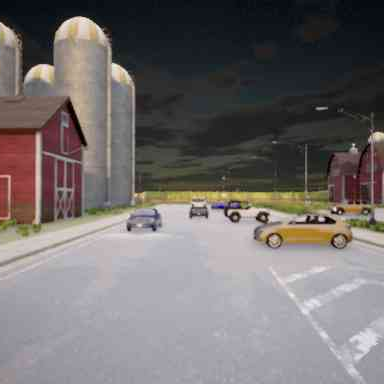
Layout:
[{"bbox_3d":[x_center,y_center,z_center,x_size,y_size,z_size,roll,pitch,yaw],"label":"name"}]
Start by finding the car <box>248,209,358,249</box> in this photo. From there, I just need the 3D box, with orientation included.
[{"bbox_3d":[4.845,1.679,14.915,4.193,1.474,1.816,0,-1,2],"label":"car"}]

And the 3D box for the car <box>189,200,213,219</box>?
[{"bbox_3d":[0.708,1.863,33.145,2.128,1.511,4.902,0,-1,2],"label":"car"}]

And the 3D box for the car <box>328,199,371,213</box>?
[{"bbox_3d":[18.137,1.758,38.253,4.605,1.855,1.932,0,-1,2],"label":"car"}]

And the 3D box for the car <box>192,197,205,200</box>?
[{"bbox_3d":[0.873,1.705,43.243,2.150,2.045,5.566,0,-1,2],"label":"car"}]

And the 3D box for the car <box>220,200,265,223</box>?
[{"bbox_3d":[4.624,1.636,28.408,3.866,1.878,1.905,0,-1,2],"label":"car"}]

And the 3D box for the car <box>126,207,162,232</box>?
[{"bbox_3d":[-3.088,1.772,22.331,1.812,1.442,4.674,0,-1,2],"label":"car"}]

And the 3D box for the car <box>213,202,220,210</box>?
[{"bbox_3d":[5.248,2.073,52.603,4.611,1.667,2.242,0,-1,2],"label":"car"}]
